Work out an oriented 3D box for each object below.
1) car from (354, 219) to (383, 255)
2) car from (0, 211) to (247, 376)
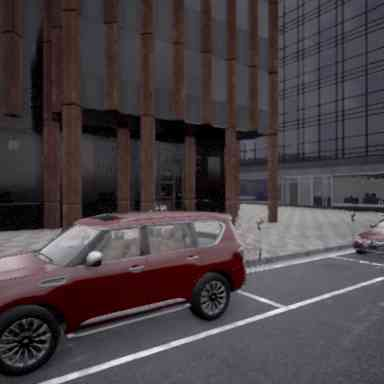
[{"bbox_3d":[7.596,1.562,12.058,4.206,1.307,1.802,0,0,-35],"label":"car"},{"bbox_3d":[-1.261,1.312,5.748,5.009,1.841,2.192,0,0,-35],"label":"car"}]
